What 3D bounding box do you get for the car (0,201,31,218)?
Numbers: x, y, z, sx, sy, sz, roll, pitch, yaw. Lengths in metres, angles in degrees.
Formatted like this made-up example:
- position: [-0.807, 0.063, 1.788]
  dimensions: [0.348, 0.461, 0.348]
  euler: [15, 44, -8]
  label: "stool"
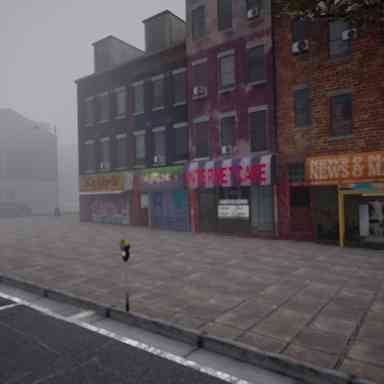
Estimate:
- position: [-16.570, 1.560, 28.875]
  dimensions: [1.837, 1.490, 4.892]
  euler: [-2, -1, 36]
  label: "car"
